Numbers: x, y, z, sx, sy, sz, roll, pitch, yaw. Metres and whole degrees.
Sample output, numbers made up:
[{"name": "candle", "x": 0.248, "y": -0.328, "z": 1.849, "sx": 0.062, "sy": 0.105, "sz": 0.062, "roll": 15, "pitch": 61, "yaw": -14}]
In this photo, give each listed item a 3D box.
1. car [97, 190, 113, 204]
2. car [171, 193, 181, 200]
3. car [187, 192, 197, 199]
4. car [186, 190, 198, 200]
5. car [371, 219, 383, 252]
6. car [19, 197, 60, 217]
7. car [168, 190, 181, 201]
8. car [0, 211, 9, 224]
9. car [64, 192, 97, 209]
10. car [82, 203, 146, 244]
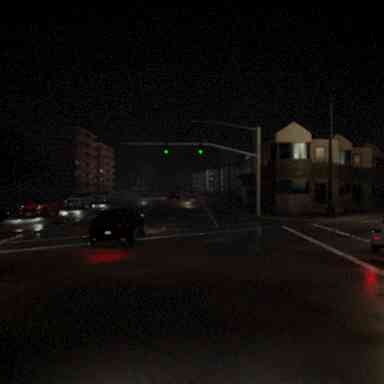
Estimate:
[{"name": "car", "x": -14.027, "y": 0.745, "z": 52.252, "sx": 2.150, "sy": 2.045, "sz": 5.566, "roll": 0, "pitch": 1, "yaw": 0}, {"name": "car", "x": -3.538, "y": 0.952, "z": 75.225, "sx": 2.128, "sy": 1.511, "sz": 4.902, "roll": 0, "pitch": -1, "yaw": 0}, {"name": "car", "x": -0.038, "y": 0.783, "z": 75.230, "sx": 2.128, "sy": 1.511, "sz": 4.902, "roll": 0, "pitch": -1, "yaw": 0}, {"name": "car", "x": -0.033, "y": 0.593, "z": 64.827, "sx": 2.150, "sy": 2.045, "sz": 5.566, "roll": 0, "pitch": 0, "yaw": 0}, {"name": "car", "x": 8.507, "y": 1.551, "z": 13.060, "sx": 1.812, "sy": 1.442, "sz": 4.674, "roll": 0, "pitch": 0, "yaw": 44}, {"name": "car", "x": -14.100, "y": 1.315, "z": 30.999, "sx": 2.097, "sy": 1.767, "sz": 4.553, "roll": 0, "pitch": 1, "yaw": 0}, {"name": "car", "x": -3.533, "y": 0.593, "z": 64.527, "sx": 2.150, "sy": 2.045, "sz": 5.566, "roll": 0, "pitch": 0, "yaw": 0}, {"name": "car", "x": -14.114, "y": 1.606, "z": 21.735, "sx": 1.895, "sy": 1.301, "sz": 4.718, "roll": 0, "pitch": 0, "yaw": 0}, {"name": "car", "x": -14.040, "y": 1.008, "z": 41.515, "sx": 2.150, "sy": 2.045, "sz": 5.566, "roll": 0, "pitch": 1, "yaw": 0}, {"name": "car", "x": -3.408, "y": 1.499, "z": 15.932, "sx": 1.882, "sy": 1.535, "sz": 5.008, "roll": 0, "pitch": 0, "yaw": 0}]
